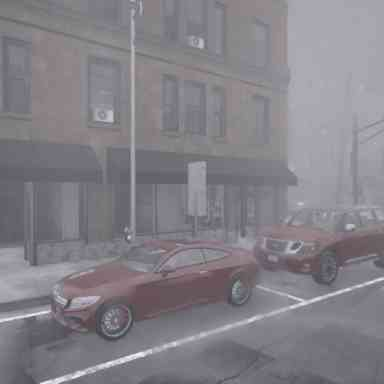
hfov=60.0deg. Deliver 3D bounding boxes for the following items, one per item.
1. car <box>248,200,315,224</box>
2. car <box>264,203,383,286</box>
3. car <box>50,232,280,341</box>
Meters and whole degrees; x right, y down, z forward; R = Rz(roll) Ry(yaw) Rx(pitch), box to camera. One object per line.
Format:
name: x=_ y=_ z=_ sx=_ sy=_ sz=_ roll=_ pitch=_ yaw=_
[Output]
car: x=6.844 y=1.484 z=25.904 sx=1.882 sy=1.535 sz=5.008 roll=0 pitch=0 yaw=-35
car: x=4.038 y=1.314 z=9.639 sx=5.009 sy=1.841 sz=2.192 roll=0 pitch=0 yaw=-35
car: x=-0.461 y=1.581 z=6.435 sx=4.206 sy=1.307 sz=1.802 roll=0 pitch=0 yaw=-35
